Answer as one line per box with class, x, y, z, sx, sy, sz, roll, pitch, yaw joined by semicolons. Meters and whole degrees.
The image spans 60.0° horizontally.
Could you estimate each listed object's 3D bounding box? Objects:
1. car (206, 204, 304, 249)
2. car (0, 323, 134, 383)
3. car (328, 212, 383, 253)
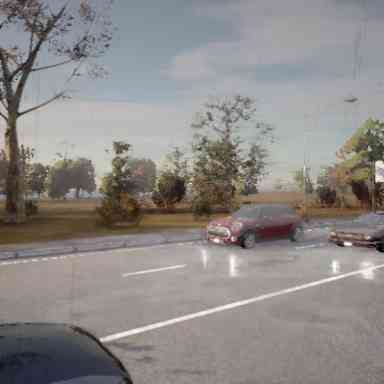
car;2.795;1.354;14.586;4.553;1.767;2.097;0;0;-35
car;-2.389;1.564;2.031;4.181;1.385;1.994;0;0;-36
car;8.001;1.551;14.001;5.357;1.411;2.033;0;0;-36
